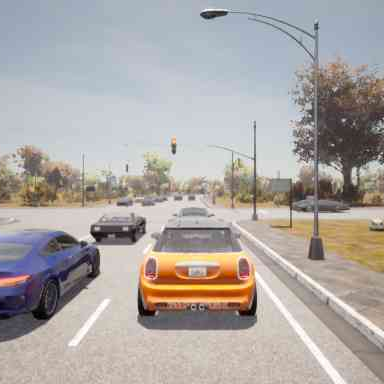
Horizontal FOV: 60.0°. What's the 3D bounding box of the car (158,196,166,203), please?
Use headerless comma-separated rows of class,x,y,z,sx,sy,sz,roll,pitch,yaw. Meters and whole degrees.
car,-7.061,1.477,69.114,1.882,1.535,5.008,0,0,0

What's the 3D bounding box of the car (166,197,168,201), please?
car,-7.070,1.594,81.359,1.895,1.301,4.718,0,0,0

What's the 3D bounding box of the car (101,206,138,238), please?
car,-3.415,1.601,16.369,1.895,1.301,4.718,0,0,0

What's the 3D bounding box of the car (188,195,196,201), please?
car,-0.070,1.491,84.649,1.837,1.490,4.892,0,0,0

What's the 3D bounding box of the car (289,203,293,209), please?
car,13.774,1.563,39.692,4.181,1.385,1.994,0,0,3

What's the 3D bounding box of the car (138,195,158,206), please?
car,-7.127,1.504,54.379,1.837,1.490,4.892,0,0,1

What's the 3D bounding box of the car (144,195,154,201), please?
car,-10.570,1.476,81.433,1.882,1.535,5.008,0,0,0

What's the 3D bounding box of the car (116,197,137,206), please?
car,-10.645,1.547,53.183,2.033,1.411,5.357,0,0,1

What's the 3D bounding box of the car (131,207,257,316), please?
car,0.093,1.352,7.678,2.097,1.767,4.553,0,0,0

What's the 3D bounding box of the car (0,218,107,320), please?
car,-3.406,1.526,7.211,1.812,1.442,4.674,0,0,0

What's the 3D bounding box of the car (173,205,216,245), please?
car,0.085,1.504,16.636,1.837,1.490,4.892,0,0,0

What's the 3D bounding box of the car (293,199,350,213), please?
car,14.203,1.547,36.158,5.357,1.411,2.033,0,0,3

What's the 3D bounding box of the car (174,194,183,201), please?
car,-3.570,1.491,84.647,1.837,1.490,4.892,0,0,0

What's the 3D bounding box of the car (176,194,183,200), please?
car,-3.539,1.373,95.056,1.812,1.442,4.674,0,0,1
